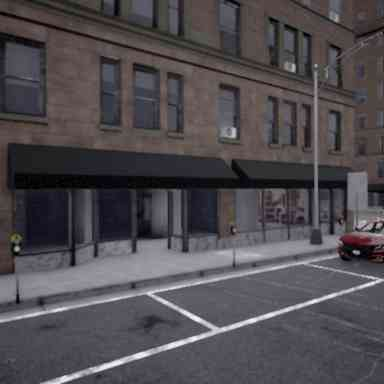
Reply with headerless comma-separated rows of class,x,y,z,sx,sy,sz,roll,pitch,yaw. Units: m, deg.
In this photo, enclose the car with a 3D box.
car,6.808,1.595,11.391,4.507,1.381,1.887,0,-1,-35
